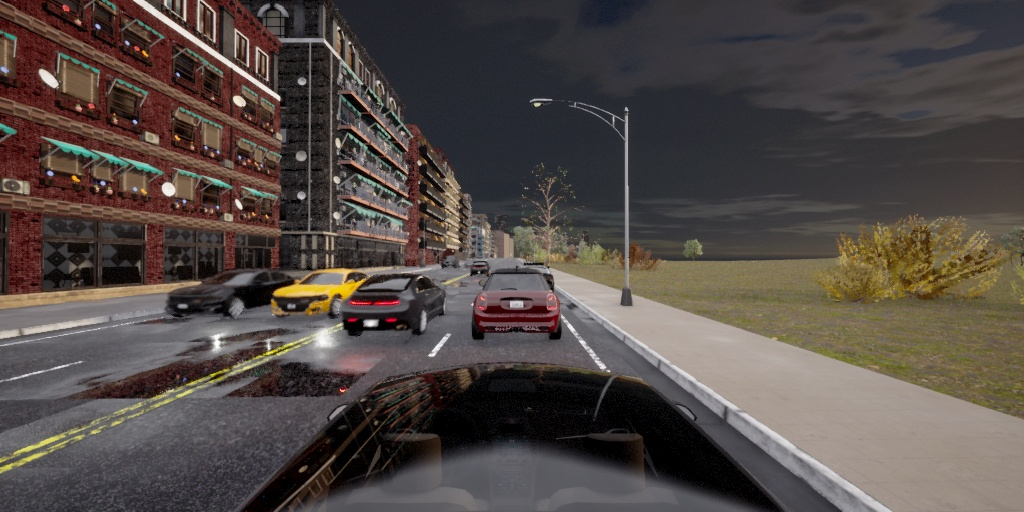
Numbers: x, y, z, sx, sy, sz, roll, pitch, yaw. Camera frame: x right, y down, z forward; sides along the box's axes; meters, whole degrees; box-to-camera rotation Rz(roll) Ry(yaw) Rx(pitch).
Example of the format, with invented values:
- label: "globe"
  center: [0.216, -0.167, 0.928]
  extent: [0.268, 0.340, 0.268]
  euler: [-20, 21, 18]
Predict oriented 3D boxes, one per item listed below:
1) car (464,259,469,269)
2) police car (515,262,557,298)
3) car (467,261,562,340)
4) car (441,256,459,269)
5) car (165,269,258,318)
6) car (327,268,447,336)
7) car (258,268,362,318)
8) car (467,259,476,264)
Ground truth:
- label: "car"
  center: [-6.472, 1.242, 56.811]
  extent: [2.128, 1.511, 4.902]
  euler: [0, 0, 0]
- label: "police car"
  center: [1.174, 1.177, 19.649]
  extent: [1.930, 1.638, 5.238]
  euler: [0, 0, 0]
- label: "car"
  center: [0.113, 1.103, 10.154]
  extent: [2.097, 1.767, 4.553]
  euler: [0, 0, 0]
- label: "car"
  center: [-9.723, 0.971, 56.612]
  extent: [2.150, 2.045, 5.566]
  euler: [0, 0, 0]
- label: "car"
  center: [-9.827, 1.229, 13.208]
  extent: [1.882, 1.535, 5.008]
  euler: [0, 0, 0]
- label: "car"
  center: [-3.134, 1.255, 10.402]
  extent: [1.837, 1.490, 4.892]
  euler: [0, 0, 0]
- label: "car"
  center: [-6.577, 1.229, 13.214]
  extent: [1.882, 1.535, 5.008]
  euler: [0, 0, 0]
- label: "car"
  center: [-3.078, 1.258, 36.001]
  extent: [1.837, 1.490, 4.892]
  euler: [0, 0, 0]
